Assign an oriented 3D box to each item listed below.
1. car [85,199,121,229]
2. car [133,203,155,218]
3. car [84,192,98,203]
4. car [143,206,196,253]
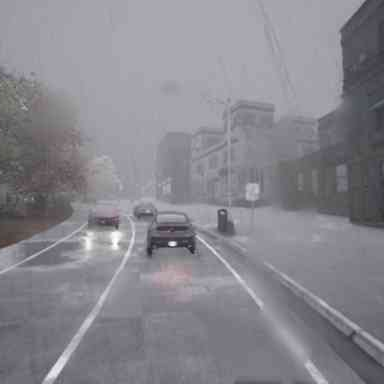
[{"bbox_3d":[-5.763,1.508,22.148,1.882,1.535,5.008,1,0,-12],"label":"car"},{"bbox_3d":[-4.381,1.672,31.179,1.994,1.385,4.181,1,0,-15],"label":"car"},{"bbox_3d":[-18.480,1.109,60.758,2.150,2.045,5.566,1,0,-19],"label":"car"},{"bbox_3d":[-0.961,1.547,13.944,1.837,1.490,4.892,1,0,-7],"label":"car"}]
